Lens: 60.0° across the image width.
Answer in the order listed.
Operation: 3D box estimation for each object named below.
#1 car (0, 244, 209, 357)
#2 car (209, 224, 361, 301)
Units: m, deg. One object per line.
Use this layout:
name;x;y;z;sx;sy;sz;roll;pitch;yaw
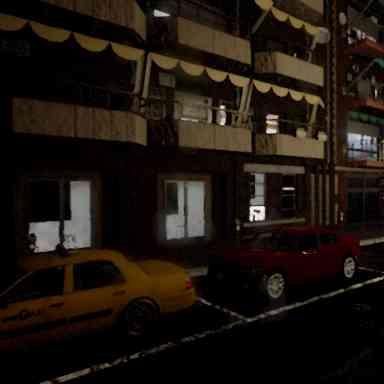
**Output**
car;-2.224;1.523;4.980;4.829;1.417;1.752;0;0;-35
car;2.414;1.527;8.285;4.507;1.381;1.887;0;0;-35
